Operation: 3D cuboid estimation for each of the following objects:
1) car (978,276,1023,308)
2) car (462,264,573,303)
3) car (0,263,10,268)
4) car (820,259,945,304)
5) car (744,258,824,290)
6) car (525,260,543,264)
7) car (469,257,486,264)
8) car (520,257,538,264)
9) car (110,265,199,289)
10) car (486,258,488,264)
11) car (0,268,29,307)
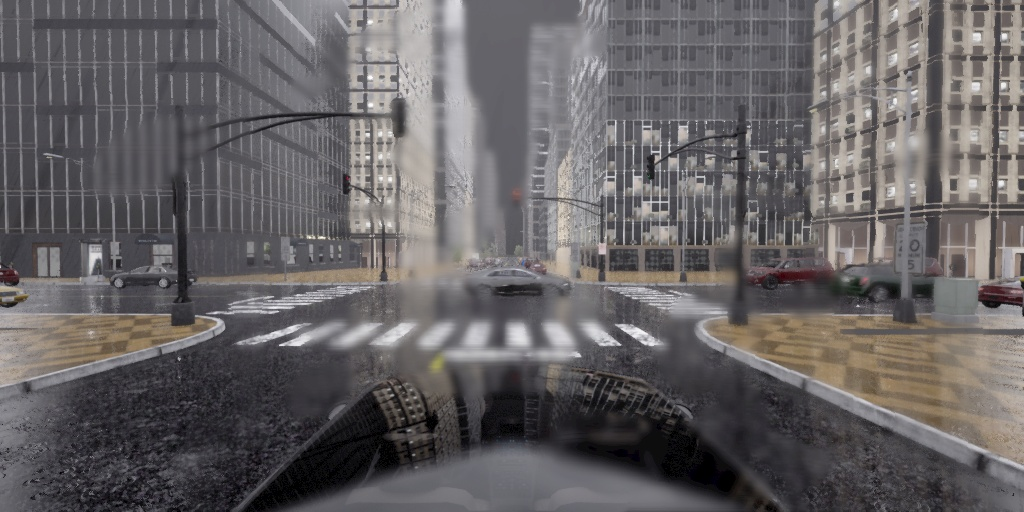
[{"bbox_3d":[20.184,1.417,13.505,4.207,1.307,1.802,0,0,0],"label":"car"},{"bbox_3d":[0.240,1.238,16.164,4.902,1.511,2.128,0,0,0],"label":"car"},{"bbox_3d":[-32.558,1.078,21.472,4.097,1.591,1.967,0,0,0],"label":"car"},{"bbox_3d":[17.212,1.143,16.180,4.553,1.767,2.097,0,1,0],"label":"car"},{"bbox_3d":[16.568,1.024,21.637,5.009,1.841,2.192,0,0,0],"label":"car"},{"bbox_3d":[2.544,1.319,35.776,1.802,1.307,4.207,0,0,0],"label":"car"},{"bbox_3d":[-5.297,1.168,52.328,1.967,1.591,4.097,0,0,0],"label":"car"},{"bbox_3d":[2.570,1.046,46.826,2.192,1.841,5.009,0,0,0],"label":"car"},{"bbox_3d":[-21.442,1.205,21.564,4.403,1.370,2.007,0,0,0],"label":"car"},{"bbox_3d":[-5.295,1.307,57.853,1.802,1.307,4.207,0,0,0],"label":"car"},{"bbox_3d":[-21.257,1.301,13.426,4.829,1.417,1.751,0,0,0],"label":"car"}]
